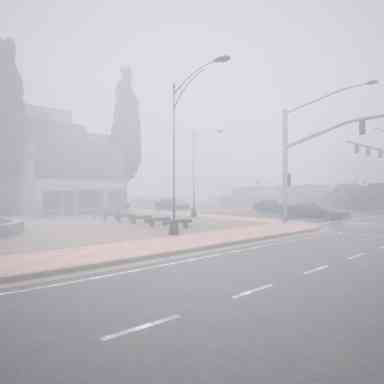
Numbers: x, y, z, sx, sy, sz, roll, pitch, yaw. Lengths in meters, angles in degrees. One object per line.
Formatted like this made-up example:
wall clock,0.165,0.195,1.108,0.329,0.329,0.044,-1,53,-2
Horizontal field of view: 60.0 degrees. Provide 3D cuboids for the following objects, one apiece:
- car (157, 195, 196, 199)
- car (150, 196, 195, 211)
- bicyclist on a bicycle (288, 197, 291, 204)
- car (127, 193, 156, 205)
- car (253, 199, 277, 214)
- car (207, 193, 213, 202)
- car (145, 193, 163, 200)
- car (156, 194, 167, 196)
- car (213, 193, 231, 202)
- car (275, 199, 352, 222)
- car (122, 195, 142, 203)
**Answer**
car,-2.220,1.486,45.762,2.128,1.511,4.902,0,0,-40
car,-2.499,1.544,40.672,2.033,1.411,5.357,0,0,-40
bicyclist on a bicycle,12.890,1.255,44.827,1.656,1.620,0.582,-7,4,-40
car,-9.146,1.486,59.660,2.128,1.511,4.902,0,0,-40
car,8.381,1.473,33.233,1.882,1.535,5.008,0,0,-40
car,4.955,1.148,71.218,3.866,1.878,1.905,0,0,-42
car,-10.018,1.145,88.037,4.605,1.855,1.932,0,0,-42
car,-6.065,1.558,61.442,1.994,1.385,4.181,0,0,-40
car,6.873,1.387,69.050,3.806,1.475,1.970,0,0,-42
car,9.620,1.543,26.353,2.033,1.411,5.357,0,0,-40
car,-12.514,1.472,68.999,1.882,1.535,5.008,0,0,-40
